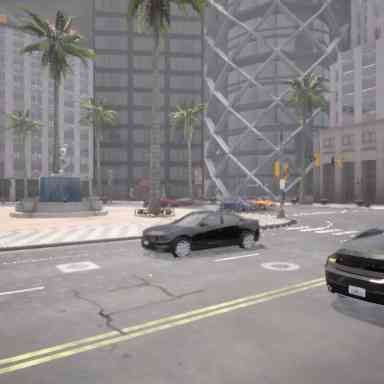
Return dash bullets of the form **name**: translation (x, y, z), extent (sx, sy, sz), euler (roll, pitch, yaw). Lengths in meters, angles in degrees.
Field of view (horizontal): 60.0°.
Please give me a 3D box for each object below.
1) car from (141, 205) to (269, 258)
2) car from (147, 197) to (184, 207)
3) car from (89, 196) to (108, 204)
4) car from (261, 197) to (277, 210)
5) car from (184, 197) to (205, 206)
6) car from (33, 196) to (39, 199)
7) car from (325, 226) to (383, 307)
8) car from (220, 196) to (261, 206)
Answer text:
- **car**: translation (0.468, 1.477, 12.887), extent (5.008, 1.535, 1.882), euler (0, 0, -35)
- **car**: translation (-4.136, 1.478, 47.966), extent (5.008, 1.535, 1.882), euler (0, 0, 27)
- **car**: translation (-18.294, 1.478, 62.134), extent (5.008, 1.535, 1.882), euler (0, 0, 2)
- **car**: translation (8.264, 1.352, 41.399), extent (2.097, 1.767, 4.553), euler (0, 0, -39)
- **car**: translation (-0.281, 1.526, 49.661), extent (4.674, 1.442, 1.812), euler (0, 0, 32)
- **car**: translation (-28.454, 1.492, 61.334), extent (4.902, 1.511, 2.128), euler (0, 0, -10)
- **car**: translation (4.894, 1.505, 7.280), extent (4.892, 1.490, 1.837), euler (0, 0, -35)
- **car**: translation (5.448, 1.352, 39.373), extent (2.097, 1.767, 4.553), euler (0, 0, -40)
